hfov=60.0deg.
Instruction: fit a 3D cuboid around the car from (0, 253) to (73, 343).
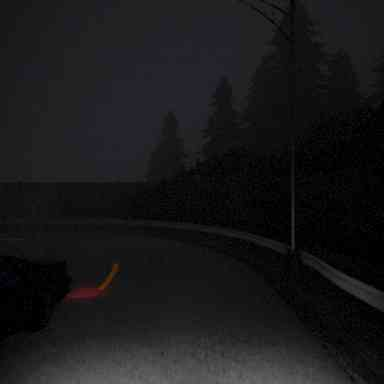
[{"bbox_3d":[-3.570,1.597,4.376,2.033,1.411,5.357,0,-1,8],"label":"car"}]
